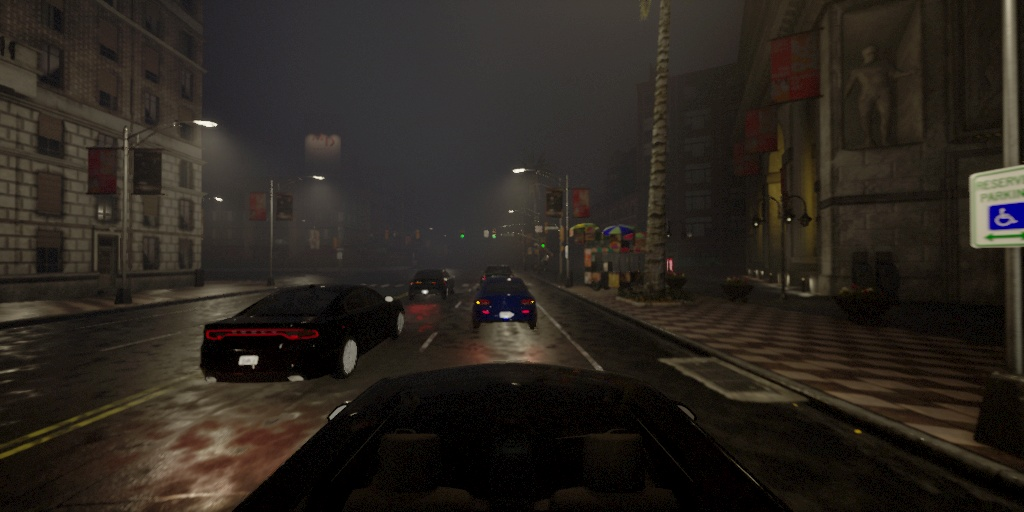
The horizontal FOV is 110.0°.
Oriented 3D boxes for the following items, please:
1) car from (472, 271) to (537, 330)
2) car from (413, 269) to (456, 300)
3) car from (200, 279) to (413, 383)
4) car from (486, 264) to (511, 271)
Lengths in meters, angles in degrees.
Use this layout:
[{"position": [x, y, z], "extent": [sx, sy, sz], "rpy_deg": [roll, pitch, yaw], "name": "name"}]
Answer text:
[{"position": [-0.283, 1.382, 11.552], "extent": [1.812, 1.442, 4.674], "rpy_deg": [0, -1, -3], "name": "car"}, {"position": [-4.196, 1.449, 19.220], "extent": [1.837, 1.490, 4.892], "rpy_deg": [0, -1, -3], "name": "car"}, {"position": [-3.686, 1.293, 7.391], "extent": [1.882, 1.535, 5.008], "rpy_deg": [0, 0, -2], "name": "car"}, {"position": [-0.858, 1.326, 22.368], "extent": [2.097, 1.767, 4.553], "rpy_deg": [0, -1, -3], "name": "car"}]
